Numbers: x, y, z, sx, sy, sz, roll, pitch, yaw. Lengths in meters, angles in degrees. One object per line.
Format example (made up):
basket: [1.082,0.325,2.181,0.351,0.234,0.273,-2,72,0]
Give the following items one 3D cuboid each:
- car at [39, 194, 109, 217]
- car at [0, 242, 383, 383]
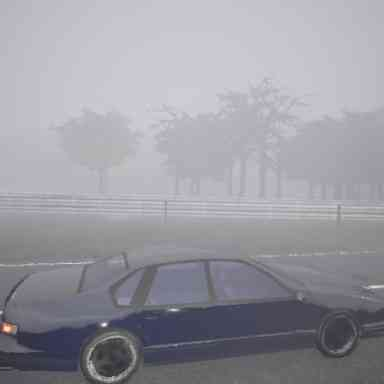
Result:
car: [-8.435,0.923,23.950,4.892,1.490,1.837,1,2,5]
car: [0.171,1.512,4.909,5.357,1.411,2.033,1,1,-15]
